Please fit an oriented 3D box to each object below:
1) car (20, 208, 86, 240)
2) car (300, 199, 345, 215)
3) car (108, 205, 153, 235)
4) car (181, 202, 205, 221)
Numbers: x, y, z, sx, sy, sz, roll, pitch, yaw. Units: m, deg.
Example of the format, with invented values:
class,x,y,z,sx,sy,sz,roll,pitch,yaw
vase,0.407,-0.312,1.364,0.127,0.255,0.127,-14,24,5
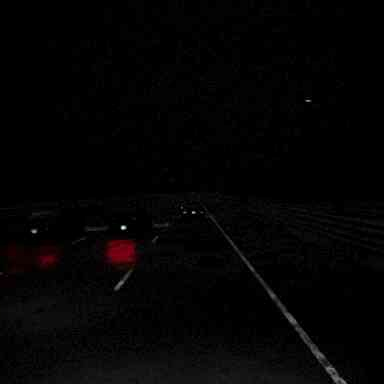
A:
class,x,y,z,sx,sy,sz,roll,pitch,yaw
car,-6.898,1.523,16.857,1.812,1.442,4.674,0,0,0
car,12.095,1.433,31.178,2.097,1.767,4.553,0,0,-13
car,-3.402,1.502,18.902,1.837,1.490,4.892,0,0,0
car,0.105,1.544,26.797,2.033,1.411,5.357,0,0,0
